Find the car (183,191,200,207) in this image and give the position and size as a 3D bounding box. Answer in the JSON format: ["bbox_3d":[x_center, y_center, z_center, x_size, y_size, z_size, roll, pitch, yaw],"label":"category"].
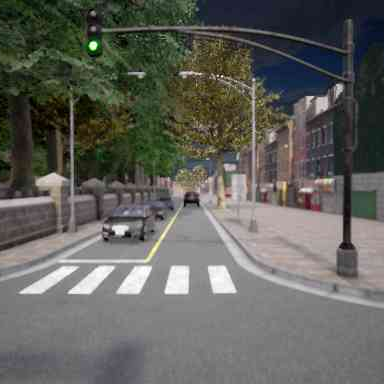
[{"bbox_3d":[-0.060,0.944,45.168,2.150,2.045,5.566,0,0,0],"label":"car"}]

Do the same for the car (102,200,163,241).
[{"bbox_3d":[-2.854,1.366,15.885,2.128,1.511,4.902,0,0,1],"label":"car"}]

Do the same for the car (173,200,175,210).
[{"bbox_3d":[-2.886,1.294,36.319,1.812,1.442,4.674,0,0,0],"label":"car"}]

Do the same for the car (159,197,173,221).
[{"bbox_3d":[-2.883,1.367,25.895,2.033,1.411,5.357,0,0,0],"label":"car"}]

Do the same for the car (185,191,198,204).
[{"bbox_3d":[-0.073,0.903,55.589,2.150,2.045,5.566,0,0,0],"label":"car"}]
